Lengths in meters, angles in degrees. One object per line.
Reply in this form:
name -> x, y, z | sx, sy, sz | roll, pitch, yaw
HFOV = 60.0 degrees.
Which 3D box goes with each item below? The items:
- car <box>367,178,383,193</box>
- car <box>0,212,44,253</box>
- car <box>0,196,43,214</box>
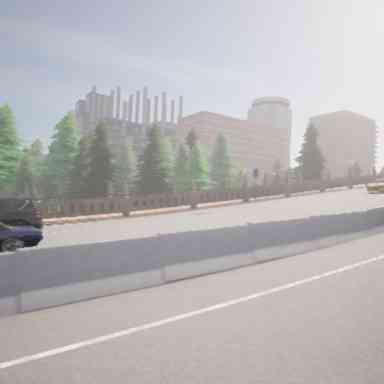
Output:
car -> 20.820, -0.755, 35.972 | 5.008, 1.535, 1.882 | -5, 3, -35
car -> -7.772, 1.587, 11.338 | 4.718, 1.301, 1.895 | 0, 0, -35
car -> -9.460, 1.203, 14.433 | 5.566, 2.045, 2.150 | -1, 0, -35
